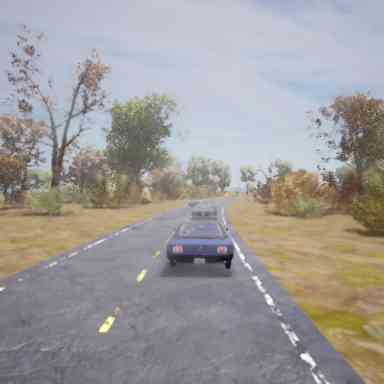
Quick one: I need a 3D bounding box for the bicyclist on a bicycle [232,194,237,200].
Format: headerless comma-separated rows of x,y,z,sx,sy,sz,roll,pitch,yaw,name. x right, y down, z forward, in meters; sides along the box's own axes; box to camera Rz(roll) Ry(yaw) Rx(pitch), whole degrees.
10.939,1.421,89.345,0.582,1.620,1.656,0,0,12,bicyclist on a bicycle

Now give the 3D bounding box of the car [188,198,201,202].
0.509,1.565,52.245,1.895,1.301,4.718,0,0,8,car

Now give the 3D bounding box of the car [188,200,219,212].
0.941,1.527,24.448,2.033,1.411,5.357,0,0,4,car

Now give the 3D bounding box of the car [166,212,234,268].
0.308,1.590,11.247,1.895,1.301,4.718,0,0,2,car
